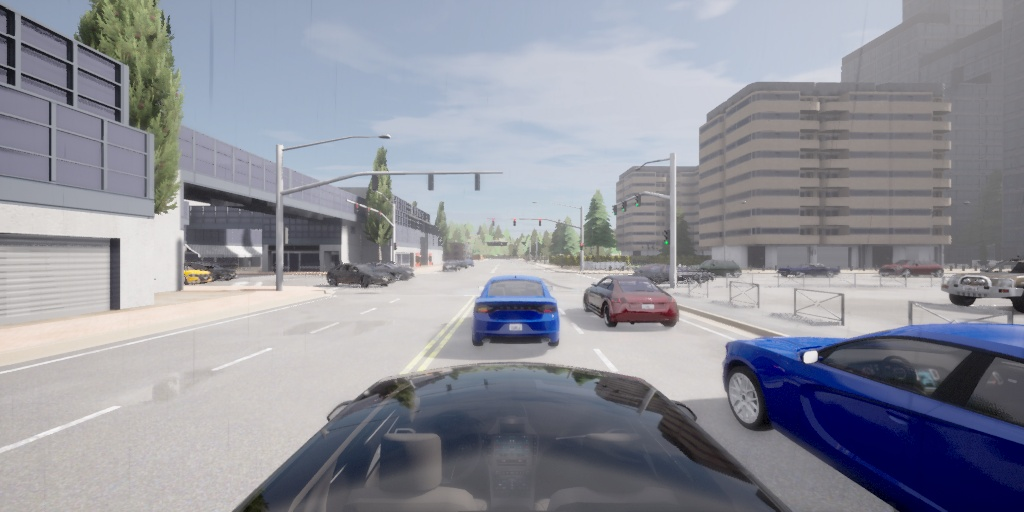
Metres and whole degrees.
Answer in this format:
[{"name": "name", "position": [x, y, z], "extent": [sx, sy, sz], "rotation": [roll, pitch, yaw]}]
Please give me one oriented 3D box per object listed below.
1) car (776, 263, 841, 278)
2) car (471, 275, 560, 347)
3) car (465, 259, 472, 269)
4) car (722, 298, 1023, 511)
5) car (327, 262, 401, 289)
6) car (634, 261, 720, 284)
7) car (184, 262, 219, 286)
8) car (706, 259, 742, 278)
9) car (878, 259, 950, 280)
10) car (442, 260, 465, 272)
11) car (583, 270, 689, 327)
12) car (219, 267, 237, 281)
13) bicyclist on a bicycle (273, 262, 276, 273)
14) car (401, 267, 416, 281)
[{"name": "car", "position": [27.671, 1.351, 33.562], "extent": [4.718, 1.301, 1.895], "rotation": [0, 0, -1]}, {"name": "car", "position": [0.093, 1.228, 9.408], "extent": [1.882, 1.535, 5.008], "rotation": [0, 0, 0]}, {"name": "car", "position": [-7.991, 1.314, 56.761], "extent": [1.994, 1.385, 4.181], "rotation": [0, 0, -1]}, {"name": "car", "position": [3.603, 1.228, 2.557], "extent": [1.882, 1.535, 5.008], "rotation": [0, 0, 0]}, {"name": "car", "position": [-9.853, 1.256, 23.222], "extent": [4.892, 1.490, 1.837], "rotation": [0, -2, 28]}, {"name": "car", "position": [11.679, 1.297, 26.019], "extent": [5.357, 1.411, 2.033], "rotation": [0, 0, -2]}, {"name": "car", "position": [-23.598, 1.228, 24.667], "extent": [5.008, 1.535, 1.882], "rotation": [1, 0, -1]}, {"name": "car", "position": [18.684, 1.102, 33.376], "extent": [4.553, 1.767, 2.097], "rotation": [0, 0, -1]}, {"name": "car", "position": [37.467, 1.102, 33.749], "extent": [4.553, 1.767, 2.097], "rotation": [0, 0, -1]}, {"name": "car", "position": [-7.851, 1.241, 46.801], "extent": [2.128, 1.511, 4.902], "rotation": [0, 0, 0]}, {"name": "car", "position": [3.602, 1.314, 11.541], "extent": [1.994, 1.385, 4.181], "rotation": [0, 0, 0]}, {"name": "car", "position": [-24.420, 1.254, 28.157], "extent": [4.892, 1.490, 1.837], "rotation": [0, 0, -1]}, {"name": "bicyclist on a bicycle", "position": [-25.843, 1.053, 39.622], "extent": [0.582, 1.620, 1.656], "rotation": [0, 0, -1]}, {"name": "car", "position": [-10.169, 1.242, 28.433], "extent": [4.902, 1.511, 2.128], "rotation": [0, 0, -2]}]
